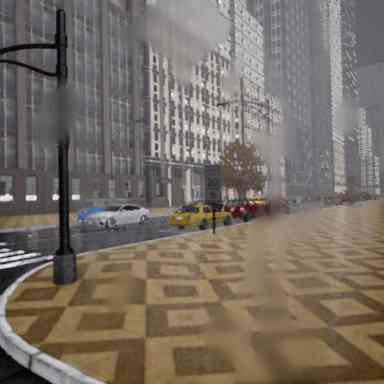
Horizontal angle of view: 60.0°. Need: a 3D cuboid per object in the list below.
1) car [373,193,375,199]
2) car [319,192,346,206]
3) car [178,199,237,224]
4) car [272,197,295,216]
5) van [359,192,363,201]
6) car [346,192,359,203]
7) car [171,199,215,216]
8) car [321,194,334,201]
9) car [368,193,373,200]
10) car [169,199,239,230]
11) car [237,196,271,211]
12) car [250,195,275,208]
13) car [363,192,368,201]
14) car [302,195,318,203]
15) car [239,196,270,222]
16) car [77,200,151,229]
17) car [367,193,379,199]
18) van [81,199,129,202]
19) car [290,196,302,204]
[{"bbox_3d":[38.874,1.059,73.977,1.947,1.339,4.313,-2,-1,35],"label":"car"},{"bbox_3d":[19.769,1.157,46.657,1.752,1.417,4.829,-2,-1,35],"label":"car"},{"bbox_3d":[1.294,1.316,24.435,1.882,1.535,5.008,-2,-1,35],"label":"car"},{"bbox_3d":[6.936,1.318,28.167,1.802,1.307,4.206,-2,-1,35],"label":"car"},{"bbox_3d":[29.247,0.902,60.263,1.690,1.788,3.998,-2,-1,35],"label":"van"},{"bbox_3d":[26.040,1.025,55.692,1.967,1.590,4.097,-2,-1,35],"label":"car"},{"bbox_3d":[0.192,1.489,32.522,1.752,1.417,4.829,-2,-1,35],"label":"car"},{"bbox_3d":[32.163,1.268,78.632,1.887,1.381,4.507,-2,-1,35],"label":"car"},{"bbox_3d":[35.649,0.831,69.416,2.192,1.841,5.009,-2,-1,35],"label":"car"},{"bbox_3d":[0.668,1.317,19.128,1.752,1.417,4.829,-2,-1,35],"label":"car"},{"bbox_3d":[7.217,1.327,38.058,1.882,1.535,5.008,-2,-1,35],"label":"car"},{"bbox_3d":[9.849,1.325,46.453,1.967,1.590,4.097,-2,-1,35],"label":"car"},{"bbox_3d":[32.448,0.978,64.841,1.967,1.590,4.097,-2,-1,35],"label":"car"},{"bbox_3d":[22.598,1.229,64.842,1.967,1.590,4.097,-2,-1,35],"label":"car"},{"bbox_3d":[3.751,1.204,23.578,1.967,1.590,4.097,-2,-1,35],"label":"car"},{"bbox_3d":[-4.562,1.477,21.094,1.812,1.442,4.674,-2,-1,35],"label":"car"},{"bbox_3d":[45.238,1.002,83.156,2.008,1.369,4.403,-2,-1,35],"label":"car"},{"bbox_3d":[-6.090,1.360,23.469,1.690,1.788,3.998,-2,-1,35],"label":"van"},{"bbox_3d":[16.226,1.386,55.646,2.008,1.369,4.403,-2,-1,35],"label":"car"}]
